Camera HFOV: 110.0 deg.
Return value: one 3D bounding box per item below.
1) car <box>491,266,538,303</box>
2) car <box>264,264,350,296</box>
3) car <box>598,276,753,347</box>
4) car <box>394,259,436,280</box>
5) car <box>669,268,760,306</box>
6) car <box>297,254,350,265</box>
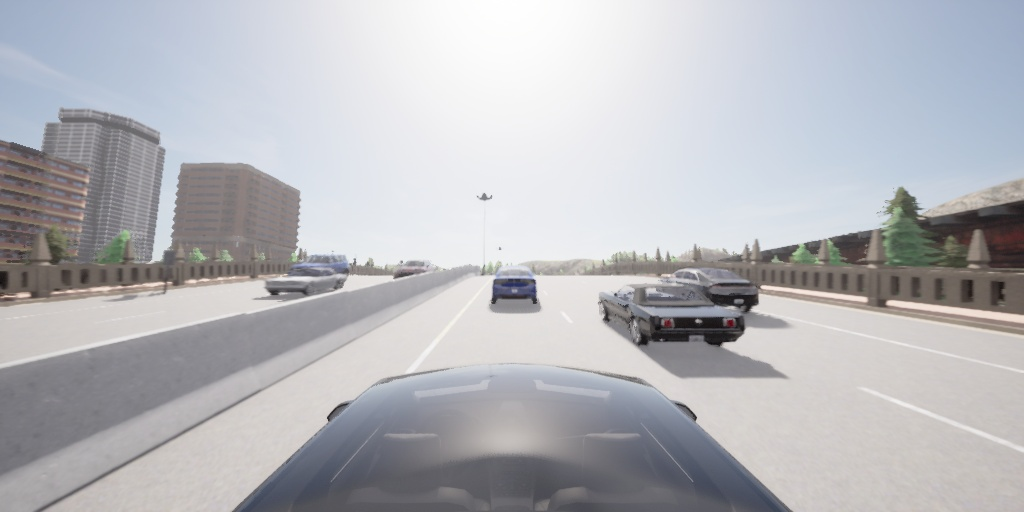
[{"bbox_3d":[0.099,1.178,16.223,1.882,1.535,5.008,0,0,0],"label":"car"},{"bbox_3d":[-10.598,1.293,18.788,1.895,1.301,4.718,0,0,0],"label":"car"},{"bbox_3d":[3.599,1.325,9.205,1.895,1.301,4.718,0,0,0],"label":"car"},{"bbox_3d":[-7.088,1.017,26.597,2.097,1.767,4.553,0,0,0],"label":"car"},{"bbox_3d":[7.099,1.201,13.643,2.128,1.511,4.902,0,0,0],"label":"car"},{"bbox_3d":[-14.093,0.883,26.618,2.150,2.045,5.566,0,0,0],"label":"car"}]
